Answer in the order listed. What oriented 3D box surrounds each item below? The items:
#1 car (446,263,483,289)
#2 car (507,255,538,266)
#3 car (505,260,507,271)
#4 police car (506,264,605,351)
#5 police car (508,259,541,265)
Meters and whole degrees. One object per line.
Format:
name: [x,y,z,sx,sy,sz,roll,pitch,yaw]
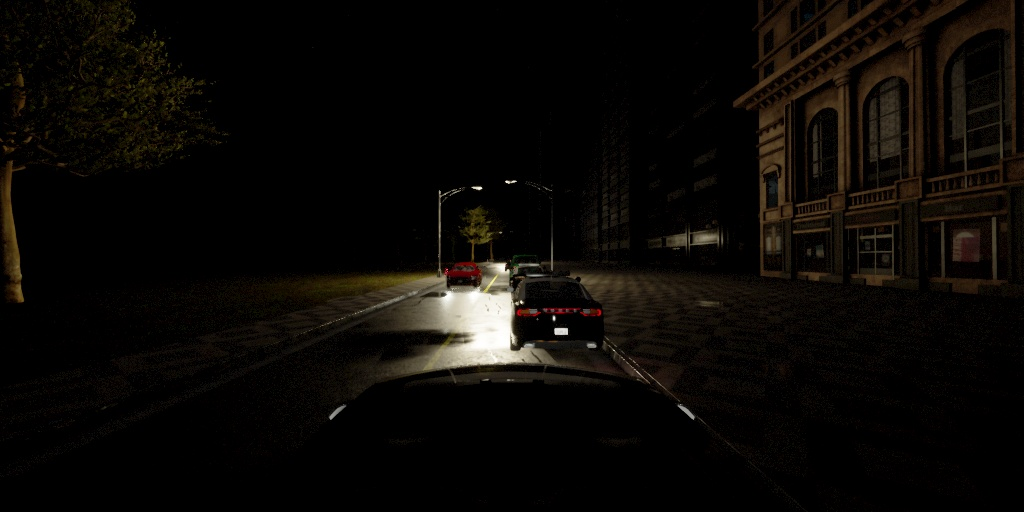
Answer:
car: [-3.003,1.219,23.294,1.882,1.535,5.008,0,0,0]
car: [0.895,0.964,25.054,2.150,2.045,5.566,0,0,0]
car: [0.017,1.253,46.584,2.033,1.411,5.357,0,0,1]
police car: [0.899,1.175,9.132,1.930,1.638,5.238,0,0,0]
police car: [0.898,1.170,19.133,1.930,1.638,5.238,0,0,0]
